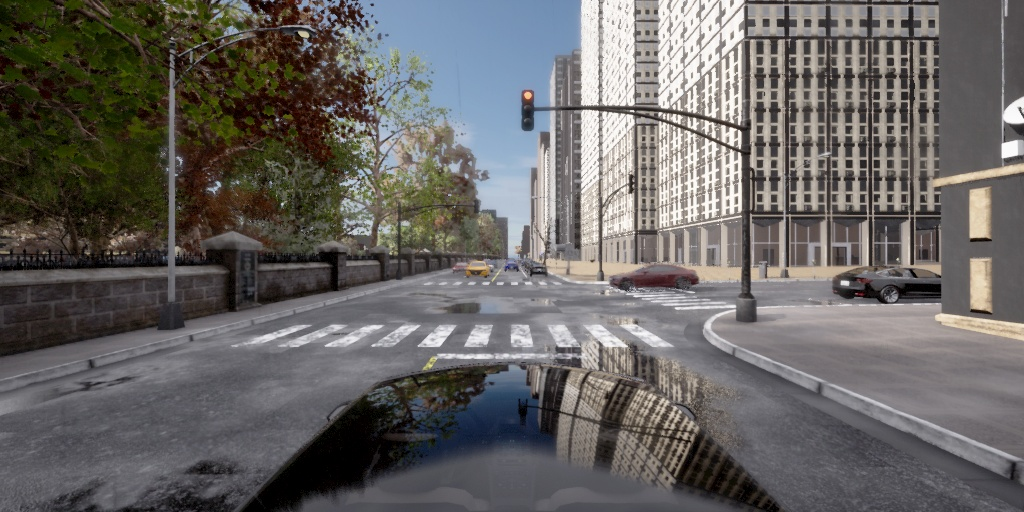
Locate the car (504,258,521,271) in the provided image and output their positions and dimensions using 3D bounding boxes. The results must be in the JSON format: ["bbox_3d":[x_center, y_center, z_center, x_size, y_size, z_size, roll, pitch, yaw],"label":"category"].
[{"bbox_3d":[-0.047,1.301,49.387,1.812,1.442,4.674,0,0,0],"label":"car"}]

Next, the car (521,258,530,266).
[{"bbox_3d":[2.548,1.339,47.357,1.948,1.339,4.313,0,0,0],"label":"car"}]

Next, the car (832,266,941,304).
[{"bbox_3d":[14.649,1.026,13.547,4.313,1.339,1.948,0,0,0],"label":"car"}]

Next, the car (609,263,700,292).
[{"bbox_3d":[7.754,1.149,19.792,4.674,1.442,1.812,-2,0,7],"label":"car"}]

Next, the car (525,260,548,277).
[{"bbox_3d":[2.583,1.331,36.092,1.948,1.339,4.313,0,0,0],"label":"car"}]

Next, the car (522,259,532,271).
[{"bbox_3d":[2.566,1.335,41.725,1.948,1.339,4.313,0,0,0],"label":"car"}]

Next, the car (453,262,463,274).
[{"bbox_3d":[-5.815,1.351,41.699,1.802,1.307,4.207,0,0,0],"label":"car"}]

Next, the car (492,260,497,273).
[{"bbox_3d":[-3.228,1.372,44.326,1.895,1.301,4.718,0,0,0],"label":"car"}]

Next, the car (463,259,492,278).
[{"bbox_3d":[-3.199,1.241,34.263,1.882,1.535,5.008,0,0,0],"label":"car"}]

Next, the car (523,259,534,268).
[{"bbox_3d":[2.952,1.297,64.406,1.837,1.490,4.892,0,0,0],"label":"car"}]
